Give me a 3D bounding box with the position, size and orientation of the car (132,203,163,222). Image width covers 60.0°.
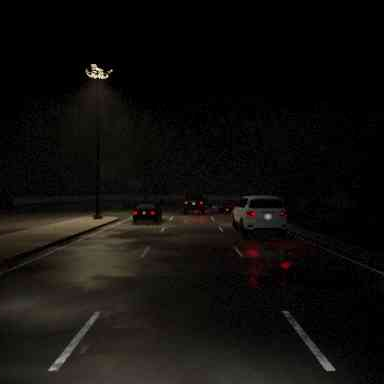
[{"bbox_3d":[-3.399,1.547,26.081,2.033,1.411,5.357,0,0,0],"label":"car"}]

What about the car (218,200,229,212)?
[{"bbox_3d":[3.980,1.601,38.373,1.895,1.301,4.718,0,0,4],"label":"car"}]

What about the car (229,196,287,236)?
[{"bbox_3d":[3.599,1.221,18.413,2.150,2.045,5.566,0,0,0],"label":"car"}]

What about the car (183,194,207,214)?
[{"bbox_3d":[0.275,1.221,34.772,2.150,2.045,5.566,0,0,2],"label":"car"}]

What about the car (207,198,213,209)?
[{"bbox_3d":[1.615,1.492,44.551,2.128,1.511,4.902,0,0,12],"label":"car"}]
